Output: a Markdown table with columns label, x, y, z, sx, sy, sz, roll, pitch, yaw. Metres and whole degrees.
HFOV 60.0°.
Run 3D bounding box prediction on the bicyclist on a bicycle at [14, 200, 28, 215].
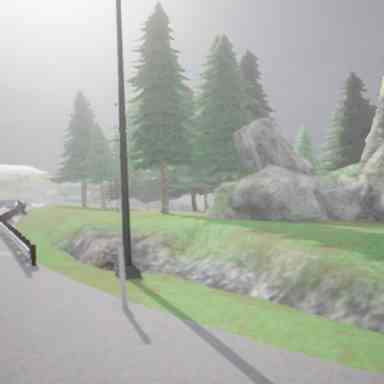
| label | x | y | z | sx | sy | sz | roll | pitch | yaw |
| --- | --- | --- | --- | --- | --- | --- | --- | --- | --- |
| bicyclist on a bicycle | -18.675 | 1.698 | 36.018 | 1.656 | 1.620 | 0.582 | 0 | 0 | -31 |

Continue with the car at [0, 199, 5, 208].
| label | x | y | z | sx | sy | sz | roll | pitch | yaw |
| --- | --- | --- | --- | --- | --- | --- | --- | --- | --- |
| car | -32.274 | 2.067 | 54.161 | 2.033 | 1.411 | 5.357 | -2 | 0 | -24 |

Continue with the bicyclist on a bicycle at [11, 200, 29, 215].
| label | x | y | z | sx | sy | sz | roll | pitch | yaw |
| --- | --- | --- | --- | --- | --- | --- | --- | --- | --- |
| bicyclist on a bicycle | -19.088 | 1.702 | 36.921 | 1.656 | 1.620 | 0.582 | -1 | -2 | -3 |

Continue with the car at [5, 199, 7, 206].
| label | x | y | z | sx | sy | sz | roll | pitch | yaw |
| --- | --- | --- | --- | --- | --- | --- | --- | --- | --- |
| car | -37.979 | 2.113 | 66.445 | 1.837 | 1.490 | 4.892 | -2 | 0 | -24 |
